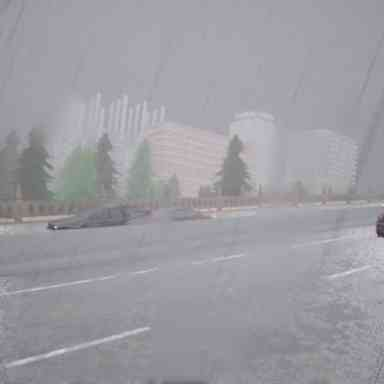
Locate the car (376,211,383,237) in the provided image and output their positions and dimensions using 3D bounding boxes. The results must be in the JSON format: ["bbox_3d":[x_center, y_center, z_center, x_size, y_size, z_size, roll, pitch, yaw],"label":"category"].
[{"bbox_3d":[10.706,1.204,15.733,4.553,1.767,2.097,-1,0,-36],"label":"car"}]

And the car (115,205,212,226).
[{"bbox_3d":[-1.027,1.483,16.177,4.674,1.442,1.812,-1,0,-36],"label":"car"}]

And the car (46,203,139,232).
[{"bbox_3d":[-4.803,1.531,17.776,5.357,1.411,2.033,-1,0,-36],"label":"car"}]
